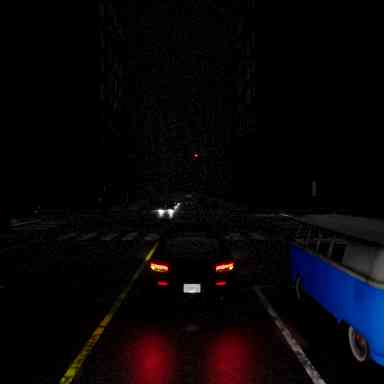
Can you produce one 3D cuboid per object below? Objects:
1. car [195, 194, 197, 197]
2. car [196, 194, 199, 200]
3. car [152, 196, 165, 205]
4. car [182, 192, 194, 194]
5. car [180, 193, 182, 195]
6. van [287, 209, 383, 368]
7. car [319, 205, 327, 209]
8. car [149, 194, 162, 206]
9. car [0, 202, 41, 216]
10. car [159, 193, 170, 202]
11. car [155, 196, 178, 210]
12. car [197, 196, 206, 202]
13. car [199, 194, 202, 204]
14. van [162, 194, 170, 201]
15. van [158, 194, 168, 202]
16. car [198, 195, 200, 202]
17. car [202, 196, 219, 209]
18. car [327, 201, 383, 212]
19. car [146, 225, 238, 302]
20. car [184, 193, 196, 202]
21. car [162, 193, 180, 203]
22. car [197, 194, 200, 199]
[{"bbox_3d":[2.274,1.522,72.286,2.008,1.369,4.403,0,0,-1],"label":"car"},{"bbox_3d":[2.349,1.521,66.762,1.887,1.381,4.507,0,0,-1],"label":"car"},{"bbox_3d":[-6.100,1.533,61.121,2.008,1.369,4.403,0,0,-1],"label":"car"},{"bbox_3d":[-0.746,1.077,84.216,2.150,2.045,5.566,0,0,-1],"label":"car"},{"bbox_3d":[-3.541,1.480,69.164,1.837,1.490,4.892,0,0,-1],"label":"car"},{"bbox_3d":[2.854,1.341,5.470,1.690,1.788,3.998,0,0,0],"label":"van"},{"bbox_3d":[14.420,1.584,32.105,4.718,1.301,1.895,0,0,2],"label":"car"},{"bbox_3d":[-6.025,1.301,55.594,2.192,1.841,5.009,0,0,-1],"label":"car"},{"bbox_3d":[-17.052,1.562,31.599,4.718,1.301,1.895,0,0,1],"label":"car"},{"bbox_3d":[-6.327,1.281,77.696,2.192,1.841,5.009,0,0,-1],"label":"car"},{"bbox_3d":[-3.280,1.557,43.142,1.994,1.385,4.181,0,0,-1],"label":"car"},{"bbox_3d":[2.198,1.548,77.812,1.802,1.307,4.206,0,0,-1],"label":"car"},{"bbox_3d":[2.575,1.429,50.185,1.967,1.590,4.097,0,0,-1],"label":"car"},{"bbox_3d":[-6.400,1.301,83.220,1.690,1.788,3.998,0,0,-1],"label":"van"},{"bbox_3d":[-6.251,1.313,72.170,1.690,1.788,3.998,0,0,-1],"label":"van"},{"bbox_3d":[2.500,1.536,55.710,2.008,1.369,4.403,0,0,-1],"label":"car"},{"bbox_3d":[2.649,1.516,44.830,1.752,1.417,4.829,0,0,-1],"label":"car"},{"bbox_3d":[14.605,1.517,28.854,4.674,1.442,1.812,0,0,-3],"label":"car"},{"bbox_3d":[0.000,1.525,8.148,1.812,1.442,4.674,0,0,0],"label":"car"},{"bbox_3d":[-0.610,1.562,74.216,1.895,1.301,4.718,0,0,-1],"label":"car"},{"bbox_3d":[-3.434,1.340,55.112,2.097,1.767,4.553,0,0,-1],"label":"car"},{"bbox_3d":[2.425,1.547,61.236,1.947,1.339,4.313,0,0,-1],"label":"car"}]
